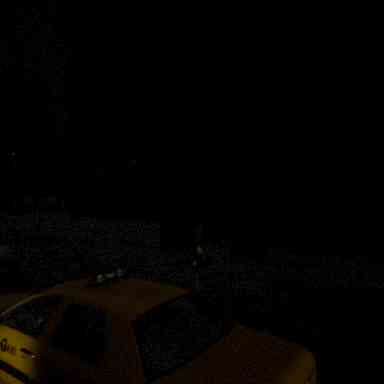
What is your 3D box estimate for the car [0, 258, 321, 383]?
[{"bbox_3d":[-1.122,1.536,3.760,4.829,1.417,1.752,0,0,35],"label":"car"}]
